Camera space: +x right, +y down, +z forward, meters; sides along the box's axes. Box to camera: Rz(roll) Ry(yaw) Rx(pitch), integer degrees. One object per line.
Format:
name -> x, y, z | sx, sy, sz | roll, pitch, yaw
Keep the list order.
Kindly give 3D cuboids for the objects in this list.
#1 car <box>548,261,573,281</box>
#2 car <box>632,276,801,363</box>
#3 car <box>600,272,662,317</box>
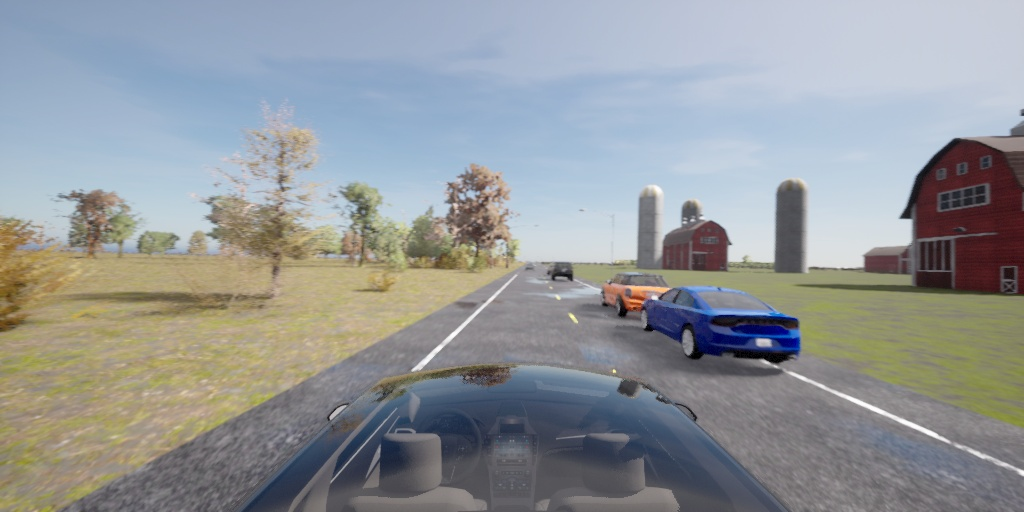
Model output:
car -> 5.413, 1.615, 39.073 | 2.150, 2.045, 5.566 | 2, -1, 4
car -> 4.806, 1.491, 9.126 | 1.882, 1.535, 5.008 | 2, -1, 3
car -> 5.130, 1.448, 15.089 | 2.097, 1.767, 4.553 | 2, -1, 3
